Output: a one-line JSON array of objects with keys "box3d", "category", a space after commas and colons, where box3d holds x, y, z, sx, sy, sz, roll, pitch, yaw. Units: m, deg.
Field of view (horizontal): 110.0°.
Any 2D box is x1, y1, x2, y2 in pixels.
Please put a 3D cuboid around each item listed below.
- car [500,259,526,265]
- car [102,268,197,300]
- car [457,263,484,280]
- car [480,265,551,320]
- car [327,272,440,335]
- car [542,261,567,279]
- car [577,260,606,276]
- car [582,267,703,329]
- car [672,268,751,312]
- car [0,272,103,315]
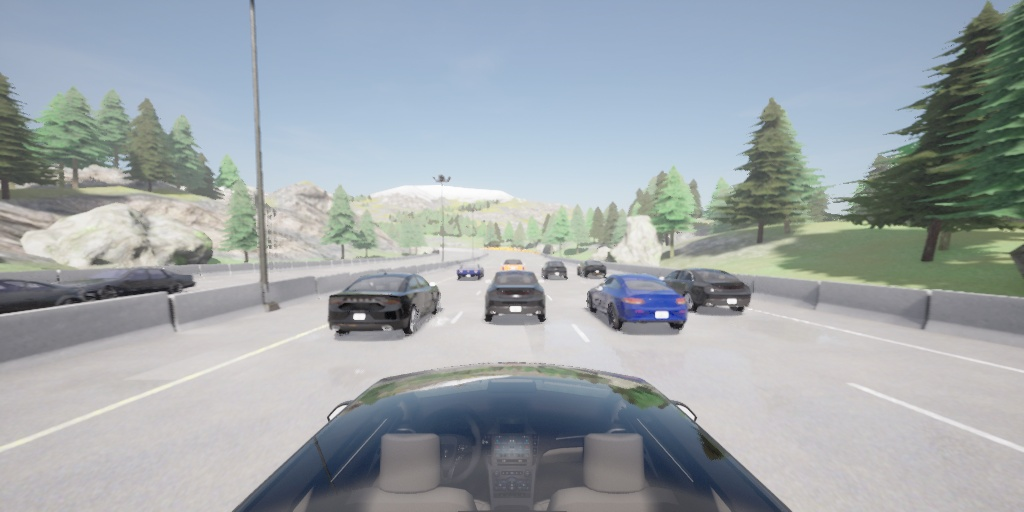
[{"box3d": [0.094, 1.003, 30.031, 2.097, 1.767, 4.553, 0, 0, 0], "category": "car"}, {"box3d": [-17.564, 1.244, 16.484, 2.033, 1.411, 5.357, 0, 0, 0], "category": "car"}, {"box3d": [-3.406, 1.251, 30.203, 1.895, 1.301, 4.718, 0, 0, 0], "category": "car"}, {"box3d": [0.098, 1.216, 12.365, 1.837, 1.490, 4.892, 0, 0, 0], "category": "car"}, {"box3d": [-3.402, 1.195, 10.463, 1.882, 1.535, 5.008, 0, 0, 0], "category": "car"}, {"box3d": [3.594, 1.152, 30.980, 1.837, 1.490, 4.892, 0, 0, 0], "category": "car"}, {"box3d": [7.093, 1.121, 32.311, 1.882, 1.535, 5.008, 0, 0, 0], "category": "car"}, {"box3d": [3.598, 1.241, 10.918, 1.812, 1.442, 4.674, 0, 0, 0], "category": "car"}, {"box3d": [7.098, 1.210, 13.999, 1.837, 1.490, 4.892, 0, 0, 0], "category": "car"}, {"box3d": [-14.091, 1.285, 9.307, 1.994, 1.385, 4.181, 0, 0, 0], "category": "car"}]
